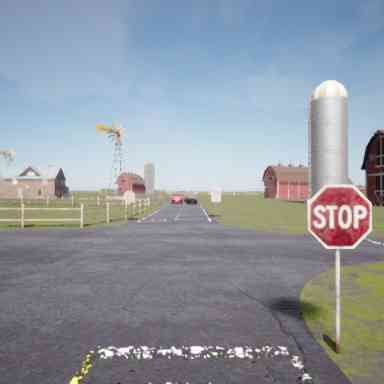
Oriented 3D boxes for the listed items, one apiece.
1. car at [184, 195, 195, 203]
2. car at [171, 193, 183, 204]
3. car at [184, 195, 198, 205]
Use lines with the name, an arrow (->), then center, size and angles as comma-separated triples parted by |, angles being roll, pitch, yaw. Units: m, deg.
car -> -0.632, 1.461, 71.325 | 1.882, 1.535, 5.008 | 0, 0, -6
car -> -2.911, 1.228, 65.286 | 2.150, 2.045, 5.566 | 0, 0, -2
car -> 0.020, 1.490, 61.215 | 1.882, 1.535, 5.008 | 0, 0, -2
